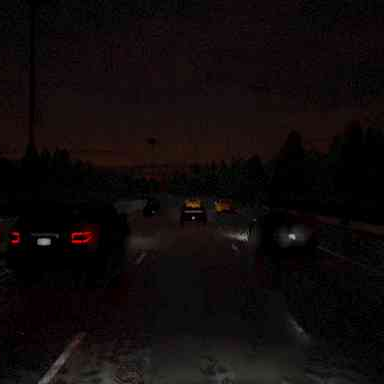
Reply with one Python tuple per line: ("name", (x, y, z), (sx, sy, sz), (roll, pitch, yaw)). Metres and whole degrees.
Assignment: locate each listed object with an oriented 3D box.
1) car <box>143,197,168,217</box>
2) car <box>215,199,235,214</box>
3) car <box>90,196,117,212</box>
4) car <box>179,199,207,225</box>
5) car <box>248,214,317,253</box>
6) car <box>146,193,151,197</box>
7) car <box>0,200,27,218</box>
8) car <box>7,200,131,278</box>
("car", (-3.403, 1.548, 31.614), (2.128, 1.511, 4.902), (0, 0, 0))
("car", (3.597, 1.543, 36.726), (1.882, 1.535, 5.008), (0, 0, 0))
("car", (-10.588, 1.422, 40.073), (2.097, 1.767, 4.553), (0, 0, 0))
("car", (0.098, 1.535, 24.713), (2.128, 1.511, 4.902), (0, 0, 0))
("car", (3.600, 1.589, 13.874), (1.994, 1.385, 4.181), (0, 0, 0))
("car", (-11.319, 1.359, 81.546), (2.150, 2.045, 5.566), (0, 0, -1))
("car", (-17.600, 1.563, 31.091), (1.837, 1.490, 4.892), (0, -1, 0))
("car", (-3.401, 1.240, 10.326), (2.150, 2.045, 5.566), (0, 0, 0))
